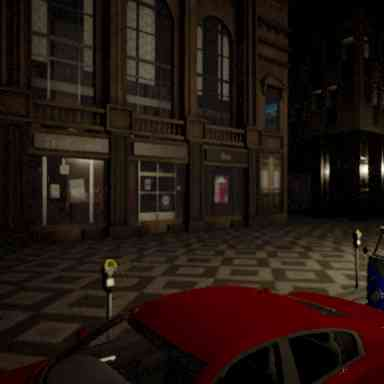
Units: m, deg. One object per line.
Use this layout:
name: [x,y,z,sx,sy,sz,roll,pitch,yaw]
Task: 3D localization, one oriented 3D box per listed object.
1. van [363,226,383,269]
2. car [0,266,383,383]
van: [4.632,1.356,5.780,3.998,1.788,1.690,0,0,-35]
car: [0.037,1.547,2.546,4.507,1.381,1.887,0,0,-35]
